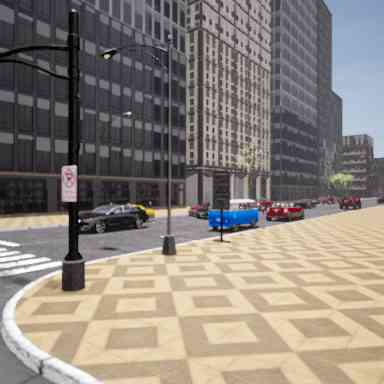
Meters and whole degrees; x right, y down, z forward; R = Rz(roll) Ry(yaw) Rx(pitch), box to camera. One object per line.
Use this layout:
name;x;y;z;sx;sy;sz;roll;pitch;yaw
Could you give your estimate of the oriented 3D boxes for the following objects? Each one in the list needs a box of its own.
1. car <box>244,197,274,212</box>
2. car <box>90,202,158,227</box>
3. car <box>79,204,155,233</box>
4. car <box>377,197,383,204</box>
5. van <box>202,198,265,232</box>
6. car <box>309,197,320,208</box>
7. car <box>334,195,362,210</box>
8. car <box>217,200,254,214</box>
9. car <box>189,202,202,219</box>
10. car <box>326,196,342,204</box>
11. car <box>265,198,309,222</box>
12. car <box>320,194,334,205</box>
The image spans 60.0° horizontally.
car;8.185;1.462;40.512;1.967;1.590;4.097;0;0;38
car;-4.749;1.531;24.001;1.752;1.417;4.829;0;0;38
car;-4.765;1.499;19.741;2.128;1.511;4.902;0;0;38
car;38.243;1.654;66.497;1.947;1.339;4.313;0;0;38
van;2.633;1.363;20.270;1.690;1.788;3.998;0;0;38
car;15.554;1.637;45.867;1.895;1.301;4.718;0;0;38
car;21.225;1.364;44.493;2.192;1.841;5.009;0;0;38
car;4.781;1.562;36.111;1.887;1.381;4.507;0;0;38
car;2.187;1.515;28.729;1.837;1.490;4.892;0;2;37
car;28.607;1.616;66.918;2.008;1.369;4.403;0;0;38
car;7.610;1.467;26.888;1.967;1.590;4.097;0;0;38
car;25.204;1.372;62.518;2.192;1.841;5.009;0;0;38
